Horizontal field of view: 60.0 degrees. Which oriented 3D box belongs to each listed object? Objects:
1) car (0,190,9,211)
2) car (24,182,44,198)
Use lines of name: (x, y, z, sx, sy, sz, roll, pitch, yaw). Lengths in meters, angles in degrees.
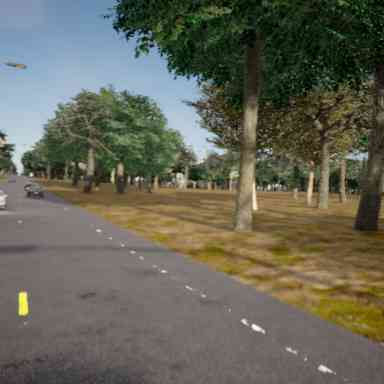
car: (-14.972, 0.520, 24.997, 1.812, 1.442, 4.674, 3, 1, -28)
car: (-20.813, -0.122, 44.205, 2.128, 1.511, 4.902, 3, 1, -28)
